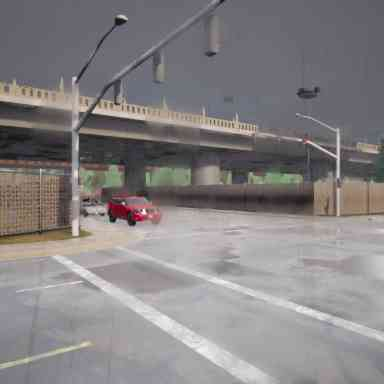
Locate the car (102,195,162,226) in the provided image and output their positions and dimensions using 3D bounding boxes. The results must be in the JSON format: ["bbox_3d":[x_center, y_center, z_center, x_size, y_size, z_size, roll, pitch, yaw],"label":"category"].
[{"bbox_3d":[-4.342,1.279,24.362,2.150,2.045,5.566,0,0,-36],"label":"car"}]

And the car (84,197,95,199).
[{"bbox_3d":[-19.784,1.621,64.271,1.994,1.385,4.181,0,0,-36],"label":"car"}]

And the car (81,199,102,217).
[{"bbox_3d":[-10.005,1.657,32.261,1.895,1.301,4.718,0,0,-36],"label":"car"}]
